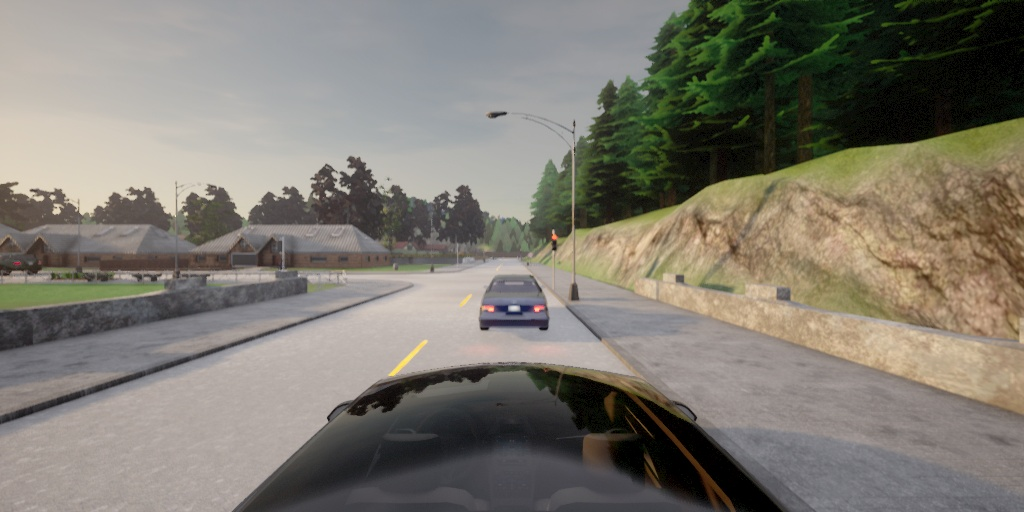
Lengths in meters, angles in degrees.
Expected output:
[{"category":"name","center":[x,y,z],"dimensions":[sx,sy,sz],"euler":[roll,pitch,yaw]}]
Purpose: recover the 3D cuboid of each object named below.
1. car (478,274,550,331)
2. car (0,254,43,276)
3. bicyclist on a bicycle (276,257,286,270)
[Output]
[{"category":"car","center":[0.062,1.251,10.809],"dimensions":[2.033,1.411,5.357],"euler":[0,0,0]},{"category":"car","center":[-47.379,0.810,33.332],"dimensions":[5.566,2.045,2.150],"euler":[0,0,1]},{"category":"bicyclist on a bicycle","center":[-24.167,0.915,37.585],"dimensions":[0.582,1.620,1.656],"euler":[0,1,0]}]
